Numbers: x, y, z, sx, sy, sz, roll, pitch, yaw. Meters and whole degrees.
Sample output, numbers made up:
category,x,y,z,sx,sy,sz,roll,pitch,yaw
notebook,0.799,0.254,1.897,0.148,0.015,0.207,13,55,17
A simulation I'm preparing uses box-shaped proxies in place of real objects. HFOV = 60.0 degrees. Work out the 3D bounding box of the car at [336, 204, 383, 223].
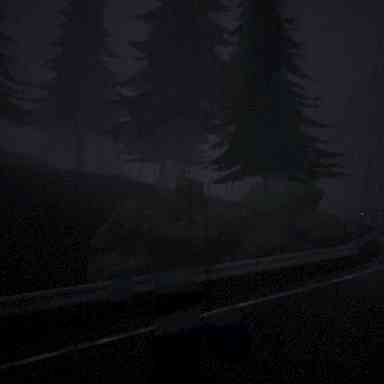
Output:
category,x,y,z,sx,sy,sz,roll,pitch,yaw
car,14.422,1.733,28.071,1.882,1.535,5.008,1,-1,-17
